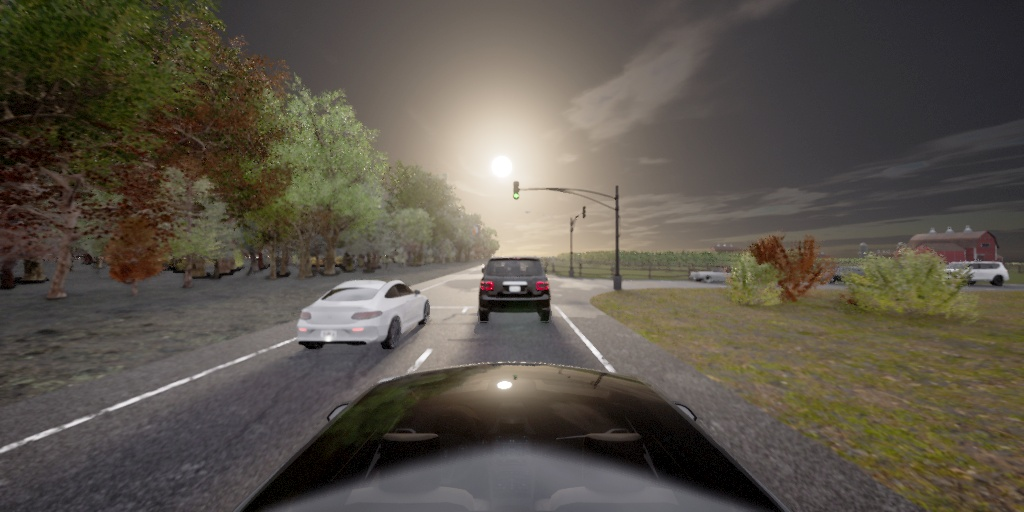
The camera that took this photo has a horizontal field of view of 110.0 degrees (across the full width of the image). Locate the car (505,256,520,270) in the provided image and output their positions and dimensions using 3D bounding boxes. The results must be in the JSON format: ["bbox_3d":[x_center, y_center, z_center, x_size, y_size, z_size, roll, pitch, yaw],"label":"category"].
[{"bbox_3d":[0.076,1.031,54.390,2.150,2.045,5.566,0,0,0],"label":"car"}]

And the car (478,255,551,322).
[{"bbox_3d":[0.080,0.987,12.530,2.150,2.045,5.566,0,0,0],"label":"car"}]

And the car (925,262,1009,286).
[{"bbox_3d":[38.842,1.484,30.787,5.566,2.045,2.150,1,-1,0],"label":"car"}]

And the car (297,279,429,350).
[{"bbox_3d":[-3.401,1.286,8.964,1.812,1.442,4.674,0,0,0],"label":"car"}]

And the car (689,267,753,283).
[{"bbox_3d":[17.940,1.635,30.895,4.718,1.301,1.895,1,-1,1],"label":"car"}]

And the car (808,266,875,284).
[{"bbox_3d":[28.211,1.637,30.834,4.902,1.511,2.128,1,-1,0],"label":"car"}]
